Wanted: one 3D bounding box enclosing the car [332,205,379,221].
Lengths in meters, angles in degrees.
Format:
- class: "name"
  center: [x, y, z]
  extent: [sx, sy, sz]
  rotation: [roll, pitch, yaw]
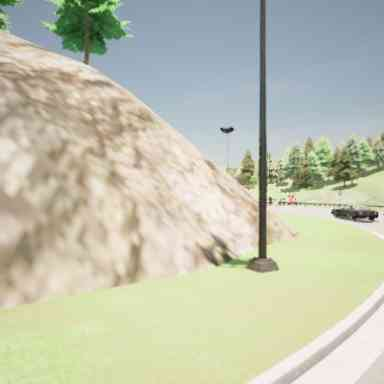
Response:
- class: "car"
  center: [14.086, 1.785, 29.042]
  extent: [1.895, 1.301, 4.718]
  rotation: [0, 0, -2]
